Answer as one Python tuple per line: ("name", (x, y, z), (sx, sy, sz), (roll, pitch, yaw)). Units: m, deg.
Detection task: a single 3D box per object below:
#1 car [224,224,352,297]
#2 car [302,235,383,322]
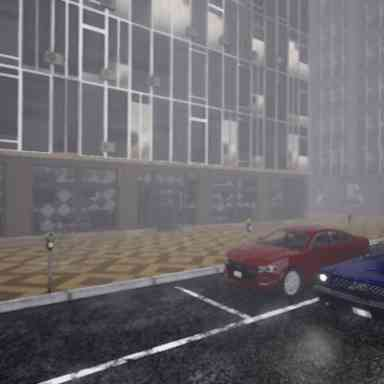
("car", (2.837, 1.552, 8.589), (4.507, 1.381, 1.887), (0, 0, -36))
("car", (4.497, 1.609, 6.576), (4.718, 1.301, 1.895), (0, 0, -35))
